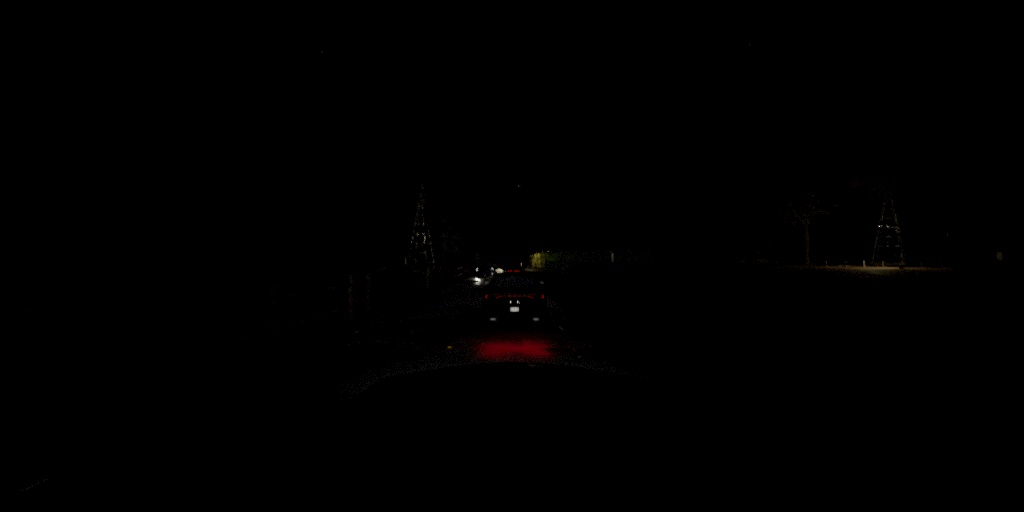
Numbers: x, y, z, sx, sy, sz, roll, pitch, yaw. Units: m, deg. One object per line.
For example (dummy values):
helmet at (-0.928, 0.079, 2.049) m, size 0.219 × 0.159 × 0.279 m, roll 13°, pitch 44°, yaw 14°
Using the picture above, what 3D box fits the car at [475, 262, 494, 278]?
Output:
car at (-2.834, 1.422, 39.165) m, size 2.097 × 1.767 × 4.553 m, roll 0°, pitch -1°, yaw 0°

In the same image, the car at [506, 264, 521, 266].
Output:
car at (0.100, 1.485, 32.471) m, size 1.837 × 1.490 × 4.892 m, roll 0°, pitch -1°, yaw 0°

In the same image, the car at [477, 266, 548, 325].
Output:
car at (0.080, 1.273, 12.038) m, size 1.882 × 1.535 × 5.008 m, roll 0°, pitch 0°, yaw 0°
